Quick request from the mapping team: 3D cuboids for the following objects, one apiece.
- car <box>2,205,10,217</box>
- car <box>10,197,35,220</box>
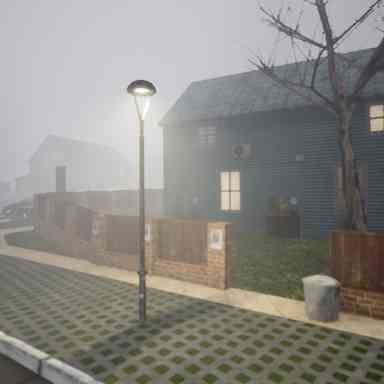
[{"bbox_3d":[-11.087,1.026,23.663,1.994,1.385,4.181,-1,1,30],"label":"car"},{"bbox_3d":[-8.835,1.044,21.679,1.895,1.301,4.718,-1,1,30],"label":"car"}]
